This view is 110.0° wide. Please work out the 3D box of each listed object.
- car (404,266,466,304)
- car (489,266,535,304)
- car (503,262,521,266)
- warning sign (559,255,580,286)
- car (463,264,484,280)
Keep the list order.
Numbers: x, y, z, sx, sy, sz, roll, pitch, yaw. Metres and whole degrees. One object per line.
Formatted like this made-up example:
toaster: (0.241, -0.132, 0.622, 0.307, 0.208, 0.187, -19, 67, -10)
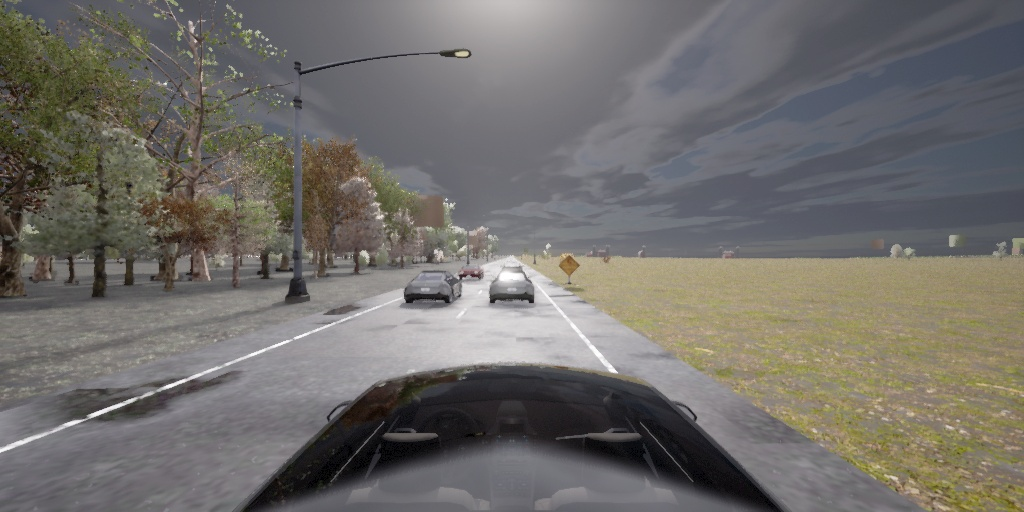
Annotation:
car: (-3.501, 1.327, 16.500, 1.994, 1.385, 4.181, 0, 0, 0)
car: (-0.001, 1.327, 16.500, 1.994, 1.385, 4.181, 0, 0, 0)
car: (0.000, 1.255, 31.502, 2.128, 1.511, 4.902, 0, 0, 0)
warning sign: (3.550, 0.870, 22.163, 1.300, 1.860, 1.060, 0, 0, 0)
car: (-3.500, 1.376, 31.532, 1.895, 1.301, 4.718, 0, 0, 0)
